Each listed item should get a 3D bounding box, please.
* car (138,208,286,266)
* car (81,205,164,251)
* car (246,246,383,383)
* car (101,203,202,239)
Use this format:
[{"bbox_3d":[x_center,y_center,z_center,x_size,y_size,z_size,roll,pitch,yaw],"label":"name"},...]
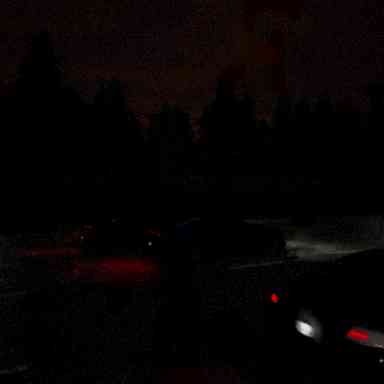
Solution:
[{"bbox_3d":[0.917,1.445,11.428,5.008,1.535,1.882,0,0,-26],"label":"car"},{"bbox_3d":[-2.041,1.473,13.892,4.892,1.490,1.837,0,0,-26],"label":"car"},{"bbox_3d":[3.112,1.544,4.717,4.181,1.385,1.994,0,0,-26],"label":"car"},{"bbox_3d":[-2.105,1.435,17.743,5.008,1.535,1.882,0,0,-26],"label":"car"}]
